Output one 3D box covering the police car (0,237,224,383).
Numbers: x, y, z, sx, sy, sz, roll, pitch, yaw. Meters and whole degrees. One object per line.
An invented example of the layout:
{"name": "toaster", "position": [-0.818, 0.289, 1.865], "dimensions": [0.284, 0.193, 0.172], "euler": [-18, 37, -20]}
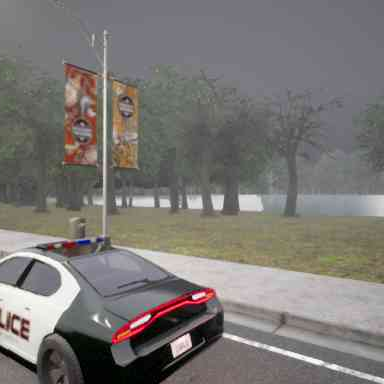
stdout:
{"name": "police car", "position": [-2.062, 1.503, 5.083], "dimensions": [4.974, 1.542, 2.038], "euler": [0, 0, 36]}
